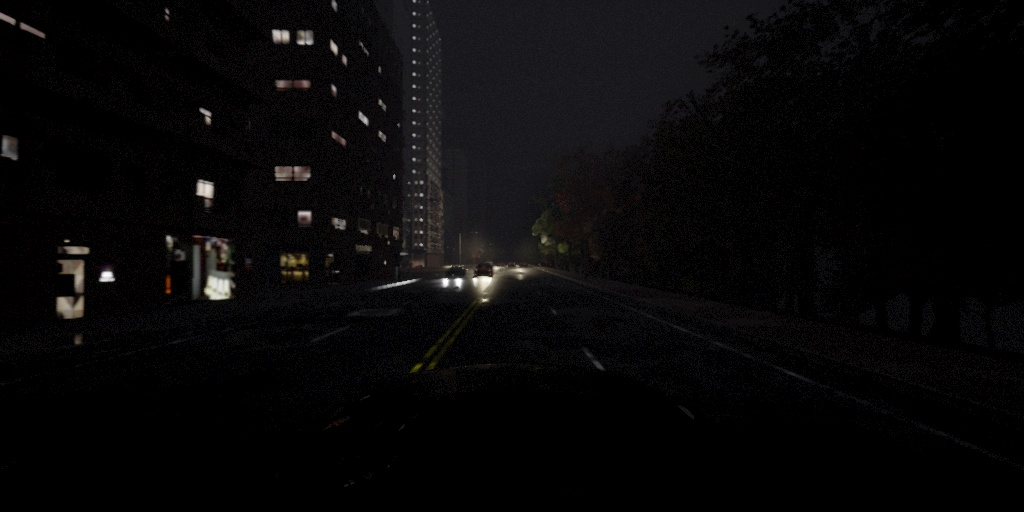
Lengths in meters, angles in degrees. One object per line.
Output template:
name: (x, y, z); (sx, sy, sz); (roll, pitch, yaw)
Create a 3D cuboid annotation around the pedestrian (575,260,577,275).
pedestrian: (8.003, 1.415, 44.898); (0.375, 1.860, 0.375); (0, 0, 0)

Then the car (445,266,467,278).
car: (-6.507, 1.836, 41.828); (1.895, 1.301, 4.718); (0, -1, 0)

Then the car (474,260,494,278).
car: (-3.257, 1.591, 42.000); (2.097, 1.767, 4.553); (0, -1, 0)

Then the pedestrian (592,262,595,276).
pedestrian: (10.003, 1.584, 44.298); (0.375, 1.860, 0.375); (0, 0, 0)
